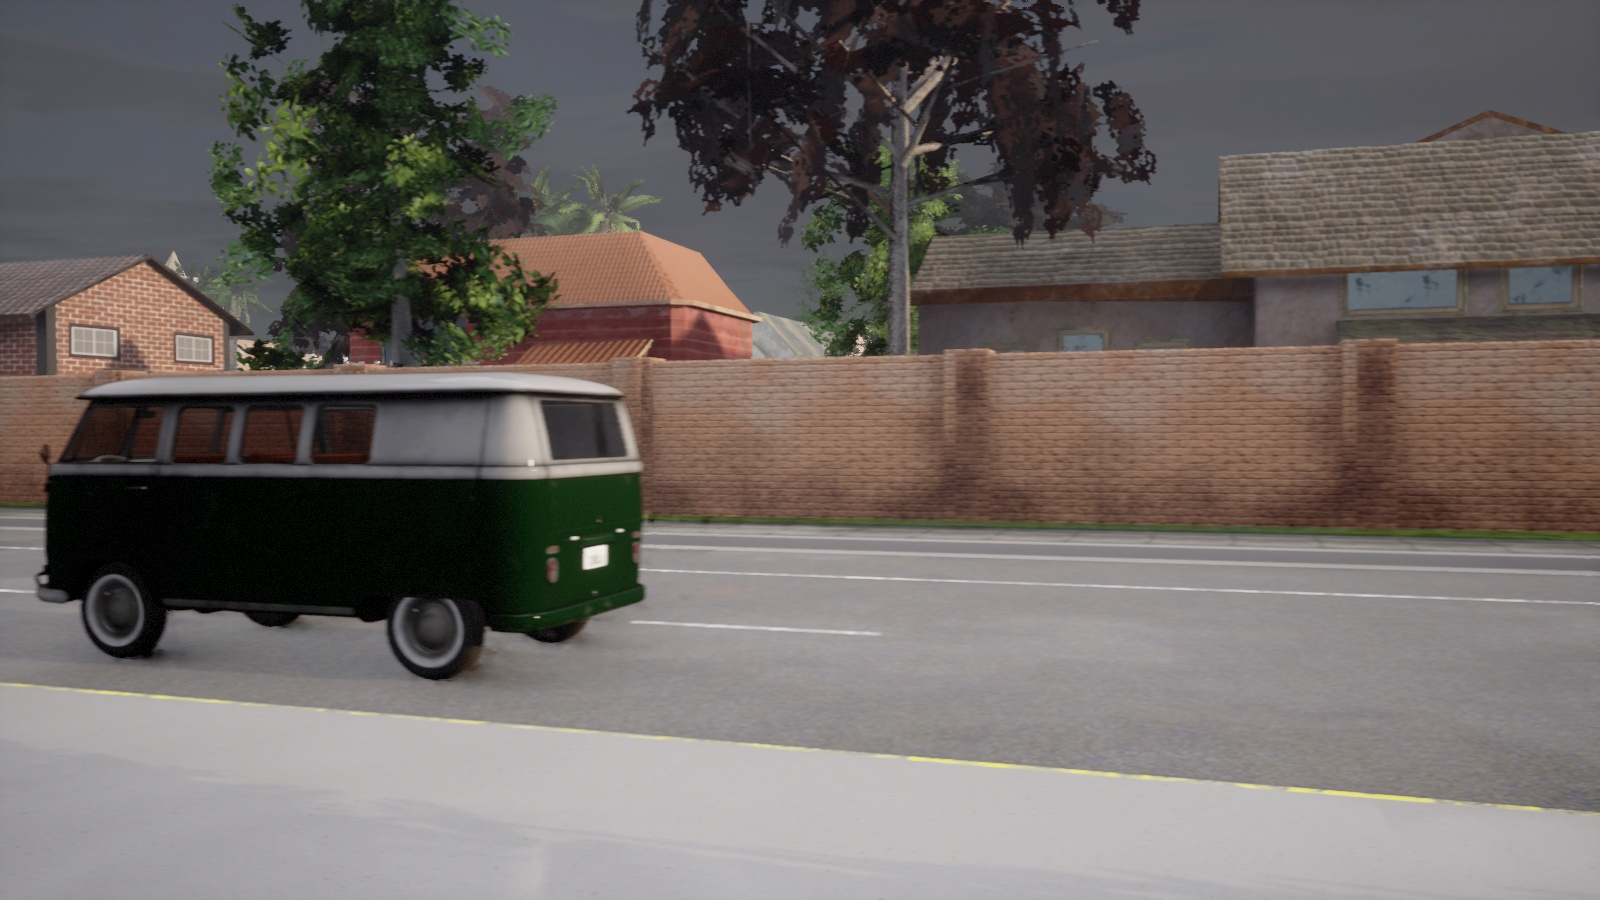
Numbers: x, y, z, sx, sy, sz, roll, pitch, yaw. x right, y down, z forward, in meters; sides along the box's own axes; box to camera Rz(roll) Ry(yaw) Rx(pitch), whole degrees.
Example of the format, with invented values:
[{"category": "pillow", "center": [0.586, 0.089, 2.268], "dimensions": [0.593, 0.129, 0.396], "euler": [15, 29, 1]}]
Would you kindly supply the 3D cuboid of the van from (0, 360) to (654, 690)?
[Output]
[{"category": "van", "center": [-3.467, 0.420, 9.103], "dimensions": [4.442, 1.987, 1.775], "euler": [1, 1, 19]}]
